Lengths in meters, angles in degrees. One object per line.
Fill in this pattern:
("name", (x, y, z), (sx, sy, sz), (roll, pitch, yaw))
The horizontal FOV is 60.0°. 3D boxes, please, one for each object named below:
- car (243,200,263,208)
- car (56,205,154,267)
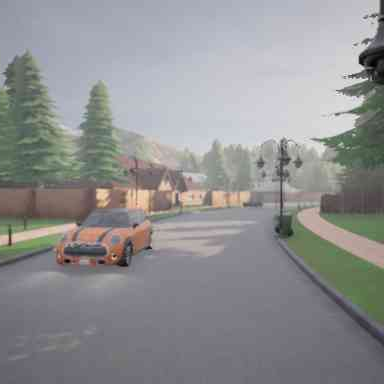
("car", (9.371, 1.818, 51.273), (1.895, 1.301, 4.718), (0, 0, 29))
("car", (-2.770, 1.380, 11.562), (2.097, 1.767, 4.553), (0, 0, 7))
